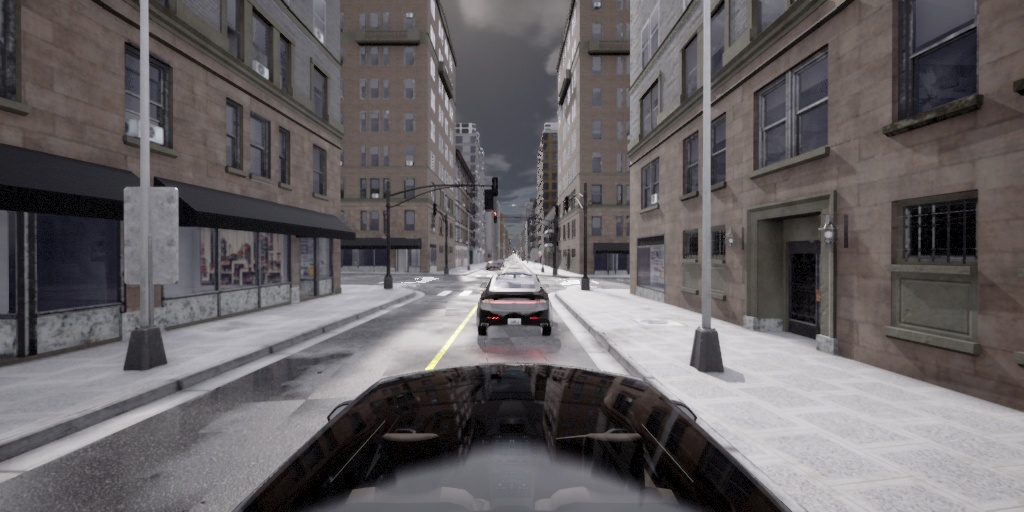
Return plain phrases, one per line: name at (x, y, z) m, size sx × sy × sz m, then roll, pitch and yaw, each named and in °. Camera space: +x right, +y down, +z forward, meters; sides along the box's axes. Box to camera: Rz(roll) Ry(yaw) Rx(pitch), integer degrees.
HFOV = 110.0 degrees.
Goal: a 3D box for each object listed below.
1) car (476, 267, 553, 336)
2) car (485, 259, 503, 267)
car at (0.076, 1.241, 10.380) m, size 2.128 × 1.511 × 4.902 m, roll 0°, pitch 0°, yaw 1°
car at (-2.646, 1.370, 50.745) m, size 1.994 × 1.385 × 4.181 m, roll 0°, pitch 0°, yaw 1°
